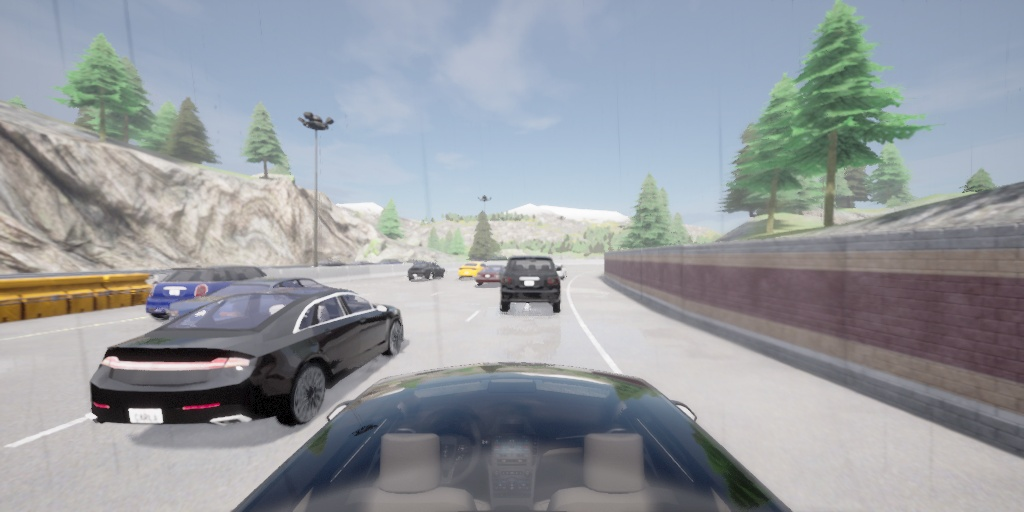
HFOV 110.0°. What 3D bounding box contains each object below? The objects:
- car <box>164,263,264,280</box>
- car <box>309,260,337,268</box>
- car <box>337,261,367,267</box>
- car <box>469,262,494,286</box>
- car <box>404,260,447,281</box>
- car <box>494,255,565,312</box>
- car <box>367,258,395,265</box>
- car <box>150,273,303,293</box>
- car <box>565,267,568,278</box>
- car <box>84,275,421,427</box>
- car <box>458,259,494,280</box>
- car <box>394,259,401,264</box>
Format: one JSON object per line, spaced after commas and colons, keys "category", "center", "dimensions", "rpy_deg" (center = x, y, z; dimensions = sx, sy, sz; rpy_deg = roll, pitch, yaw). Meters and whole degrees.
{"category": "car", "center": [-9.825, 1.102, 12.733], "dimensions": [2.097, 1.767, 4.553], "rpy_deg": [0, 0, 4]}
{"category": "car", "center": [-24.621, 1.277, 47.868], "dimensions": [2.128, 1.511, 4.902], "rpy_deg": [0, 0, 17]}
{"category": "car", "center": [-20.701, 1.344, 48.870], "dimensions": [2.033, 1.411, 5.357], "rpy_deg": [0, 0, 18]}
{"category": "car", "center": [-1.118, 1.341, 25.593], "dimensions": [2.033, 1.411, 5.357], "rpy_deg": [0, 0, 11]}
{"category": "car", "center": [-7.173, 1.296, 30.738], "dimensions": [1.837, 1.490, 4.892], "rpy_deg": [0, 0, 12]}
{"category": "car", "center": [0.841, 0.998, 14.518], "dimensions": [2.150, 2.045, 5.566], "rpy_deg": [0, 0, 6]}
{"category": "car", "center": [-17.011, 1.157, 48.782], "dimensions": [2.097, 1.767, 4.553], "rpy_deg": [0, 0, 18]}
{"category": "car", "center": [-6.553, 1.300, 10.202], "dimensions": [2.033, 1.411, 5.357], "rpy_deg": [0, 0, 4]}
{"category": "car", "center": [3.835, 1.343, 31.878], "dimensions": [1.812, 1.442, 4.674], "rpy_deg": [0, 0, 13]}
{"category": "car", "center": [-3.252, 1.242, 5.681], "dimensions": [2.128, 1.511, 4.902], "rpy_deg": [0, 0, 2]}
{"category": "car", "center": [-3.233, 1.280, 32.340], "dimensions": [1.882, 1.535, 5.008], "rpy_deg": [0, 0, 13]}
{"category": "car", "center": [-13.349, 1.319, 48.716], "dimensions": [1.837, 1.490, 4.892], "rpy_deg": [0, -1, 18]}
